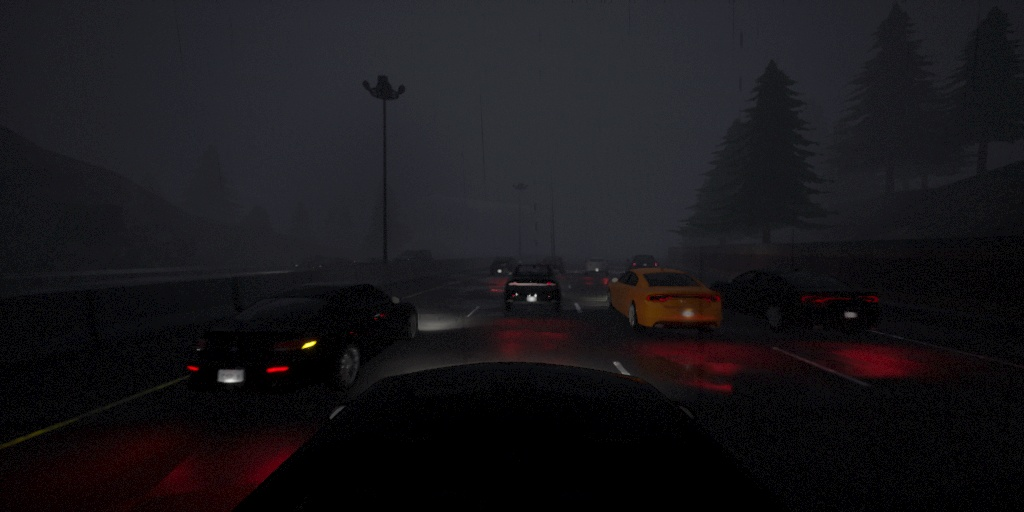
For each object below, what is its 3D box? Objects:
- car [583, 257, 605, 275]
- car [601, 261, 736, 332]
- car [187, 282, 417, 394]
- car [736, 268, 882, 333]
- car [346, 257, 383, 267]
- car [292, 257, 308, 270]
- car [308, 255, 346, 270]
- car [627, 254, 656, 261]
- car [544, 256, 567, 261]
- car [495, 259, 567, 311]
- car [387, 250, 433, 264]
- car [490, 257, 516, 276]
[{"bbox_3d":[7.072,0.798,29.973,1.812,1.442,4.674,0,1,12],"label":"car"},{"bbox_3d":[4.079,1.083,10.388,1.882,1.535,5.008,0,1,4],"label":"car"},{"bbox_3d":[-3.173,1.190,6.471,1.812,1.442,4.674,0,1,2],"label":"car"},{"bbox_3d":[7.575,1.089,10.292,1.882,1.535,5.008,0,1,4],"label":"car"},{"bbox_3d":[-13.527,0.763,34.958,1.895,1.301,4.718,0,1,13],"label":"car"},{"bbox_3d":[-20.206,0.611,36.969,2.128,1.511,4.902,0,1,13],"label":"car"},{"bbox_3d":[-17.122,0.725,34.802,1.994,1.385,4.181,0,1,13],"label":"car"},{"bbox_3d":[10.439,0.646,28.941,2.097,1.767,4.553,0,1,12],"label":"car"},{"bbox_3d":[3.547,0.742,30.218,1.882,1.535,5.008,0,1,12],"label":"car"},{"bbox_3d":[0.828,1.043,13.316,2.128,1.511,4.902,0,1,5],"label":"car"},{"bbox_3d":[-9.788,0.377,35.577,2.150,2.045,5.566,0,1,14],"label":"car"},{"bbox_3d":[-0.414,0.794,28.467,1.837,1.490,4.892,0,1,11],"label":"car"}]
